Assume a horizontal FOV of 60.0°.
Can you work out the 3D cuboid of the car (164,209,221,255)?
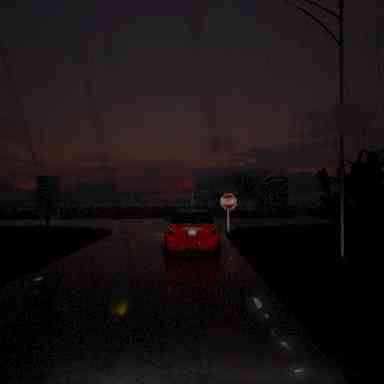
[{"bbox_3d":[-0.002,1.498,14.077,2.097,1.767,4.553,0,-1,0],"label":"car"}]
